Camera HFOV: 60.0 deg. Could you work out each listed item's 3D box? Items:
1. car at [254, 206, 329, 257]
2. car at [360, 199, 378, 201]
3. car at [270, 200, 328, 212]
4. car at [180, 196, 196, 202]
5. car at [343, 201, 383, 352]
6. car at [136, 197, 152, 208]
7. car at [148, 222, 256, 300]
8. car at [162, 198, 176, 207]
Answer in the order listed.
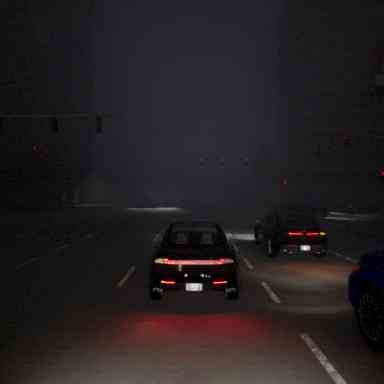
[{"bbox_3d":[3.614,1.505,12.861,1.837,1.490,4.892,0,0,1],"label":"car"},{"bbox_3d":[18.673,1.525,35.656,4.674,1.442,1.812,0,0,0],"label":"car"},{"bbox_3d":[9.106,1.504,28.414,4.892,1.490,1.837,0,0,0],"label":"car"},{"bbox_3d":[-1.027,1.565,73.292,1.895,1.301,4.718,0,0,-27],"label":"car"},{"bbox_3d":[3.605,1.221,3.030,2.150,2.045,5.566,0,0,0],"label":"car"},{"bbox_3d":[-7.016,1.504,48.709,1.837,1.490,4.892,0,0,0],"label":"car"},{"bbox_3d":[0.065,1.491,8.393,2.128,1.511,4.902,0,0,1],"label":"car"},{"bbox_3d":[-3.500,1.600,51.343,1.895,1.301,4.718,0,0,1],"label":"car"}]
